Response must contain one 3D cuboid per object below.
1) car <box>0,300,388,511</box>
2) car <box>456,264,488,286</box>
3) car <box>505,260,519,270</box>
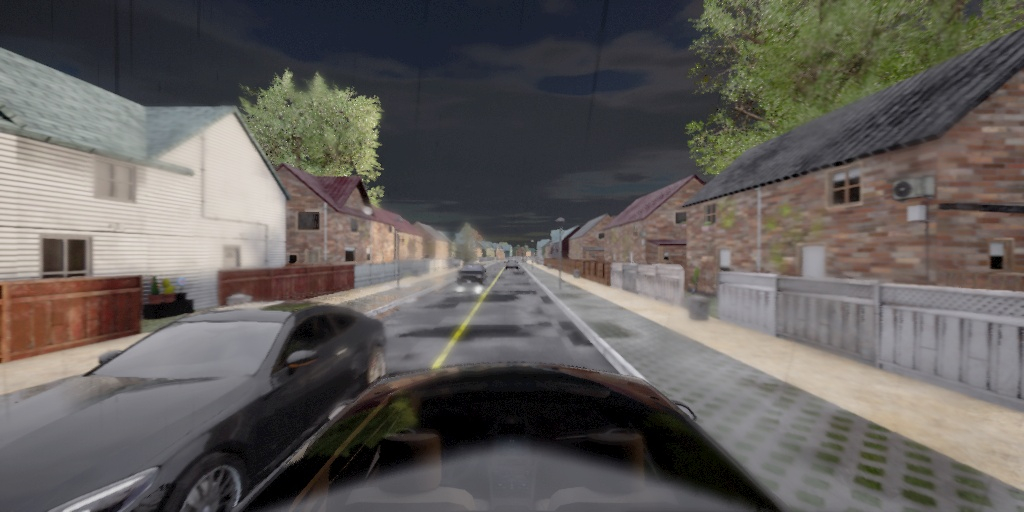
[{"bbox_3d":[-2.831,1.276,3.870,1.812,1.442,4.674,0,0,0],"label":"car"},{"bbox_3d":[-2.763,1.297,25.920,2.033,1.411,5.357,0,0,0],"label":"car"},{"bbox_3d":[0.000,1.308,53.283,1.994,1.385,4.181,0,0,0],"label":"car"}]
